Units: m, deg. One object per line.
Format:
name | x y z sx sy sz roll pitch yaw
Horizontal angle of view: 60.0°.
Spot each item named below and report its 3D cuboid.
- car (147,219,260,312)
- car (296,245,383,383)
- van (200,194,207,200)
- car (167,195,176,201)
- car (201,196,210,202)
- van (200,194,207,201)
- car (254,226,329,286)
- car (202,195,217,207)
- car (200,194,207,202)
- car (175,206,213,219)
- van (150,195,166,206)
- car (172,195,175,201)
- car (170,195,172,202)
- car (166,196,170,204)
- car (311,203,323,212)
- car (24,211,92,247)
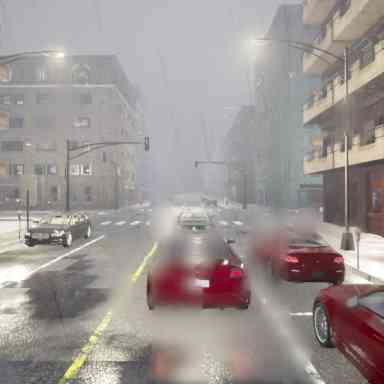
car | 0.104 1.566 7.800 1.994 1.385 4.181 0 0 -1
car | 2.667 1.583 3.408 1.802 1.307 4.206 1 0 0
van | 3.100 1.349 92.470 1.690 1.788 3.998 1 0 0
car | -5.318 1.554 86.877 1.887 1.381 4.507 1 0 0
car | 2.992 1.590 75.460 1.802 1.307 4.206 1 0 0
van | 3.065 1.349 86.800 1.690 1.788 3.998 1 0 0
car | 2.665 1.584 9.079 1.802 1.307 4.206 1 0 0
car | 2.951 1.558 51.202 2.008 1.369 4.403 1 0 0
car | 2.958 1.558 69.789 2.008 1.369 4.403 1 0 0
car | 0.098 1.604 16.618 1.895 1.301 4.718 0 0 0
van | -5.598 1.349 52.861 1.690 1.788 3.998 1 0 0
car | -5.388 1.575 75.536 1.947 1.339 4.313 1 0 0
car | -5.455 1.448 64.194 1.967 1.590 4.097 1 0 0
car | -5.492 1.574 58.524 1.947 1.339 4.313 1 0 0
car | 15.538 1.518 36.978 4.507 1.381 1.887 0 -1 1
car | -5.774 1.554 14.816 2.008 1.369 4.403 1 0 0
